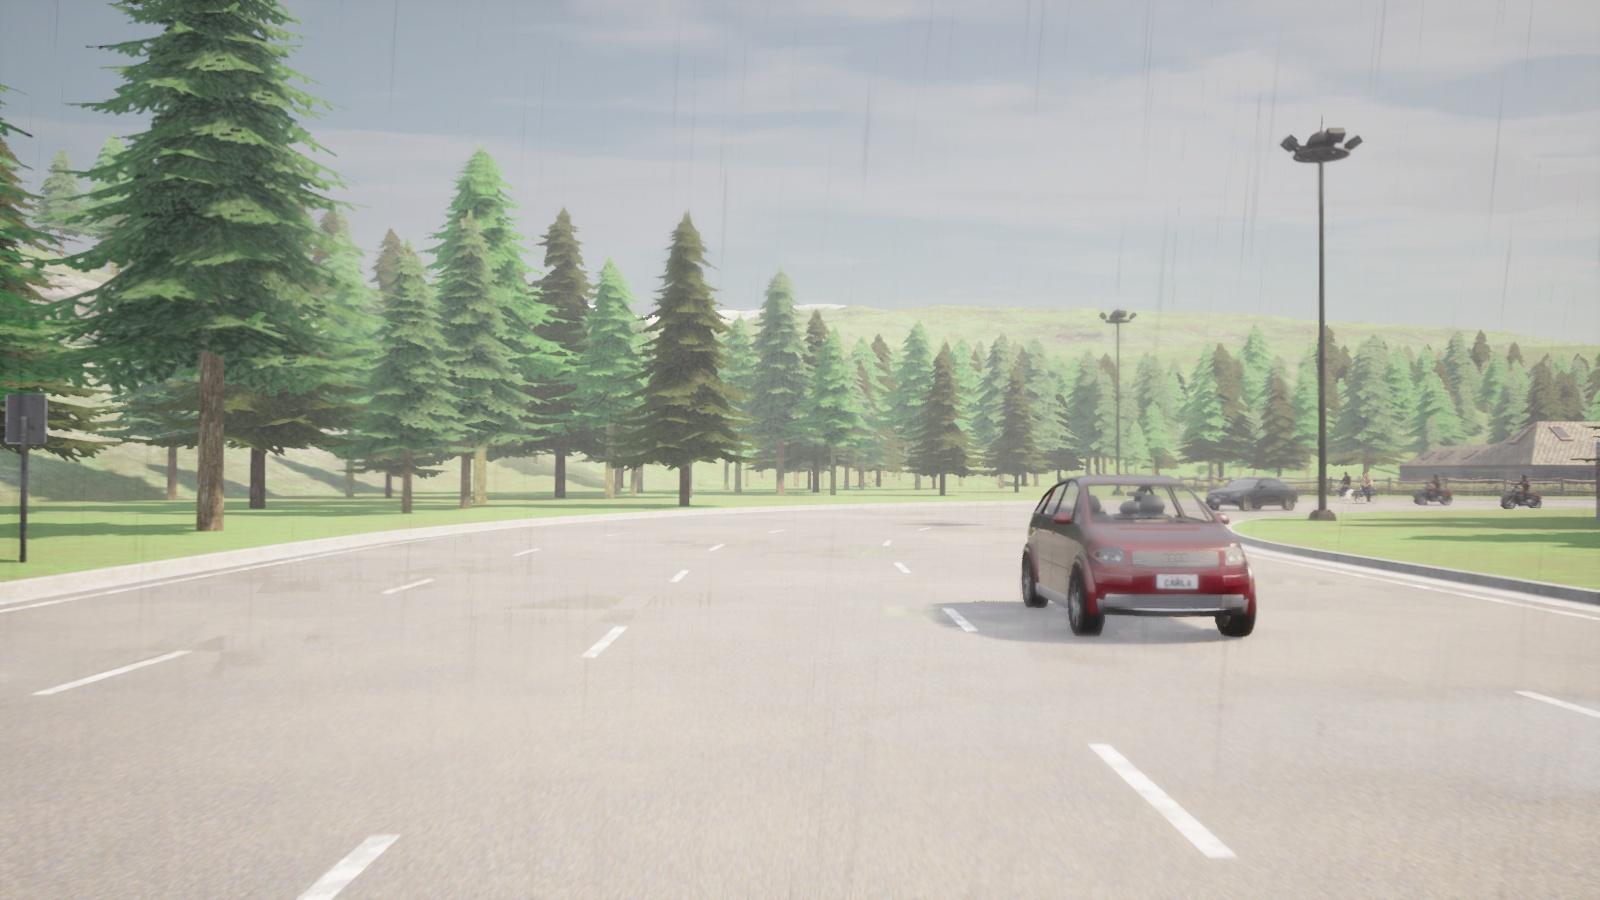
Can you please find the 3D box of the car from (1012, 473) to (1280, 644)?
[{"bbox_3d":[3.466,1.020,13.306,1.789,1.549,3.705,0,-1,0],"label":"car"}]

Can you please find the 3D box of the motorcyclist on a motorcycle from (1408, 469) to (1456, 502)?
[{"bbox_3d":[32.115,1.782,63.781,2.350,1.649,0.766,0,-1,-20],"label":"motorcyclist on a motorcycle"}]

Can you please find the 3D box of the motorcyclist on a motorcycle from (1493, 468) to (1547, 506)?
[{"bbox_3d":[32.314,1.648,56.361,2.350,1.649,0.766,0,-1,-22],"label":"motorcyclist on a motorcycle"}]

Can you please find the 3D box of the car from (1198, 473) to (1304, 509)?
[{"bbox_3d":[19.316,1.727,53.673,4.674,1.442,1.812,0,-1,-33],"label":"car"}]
